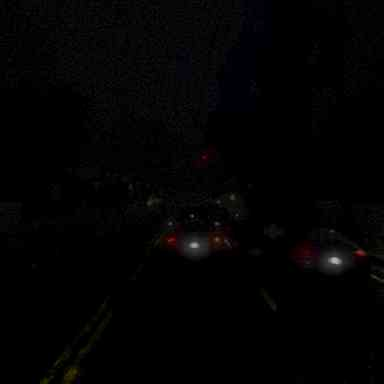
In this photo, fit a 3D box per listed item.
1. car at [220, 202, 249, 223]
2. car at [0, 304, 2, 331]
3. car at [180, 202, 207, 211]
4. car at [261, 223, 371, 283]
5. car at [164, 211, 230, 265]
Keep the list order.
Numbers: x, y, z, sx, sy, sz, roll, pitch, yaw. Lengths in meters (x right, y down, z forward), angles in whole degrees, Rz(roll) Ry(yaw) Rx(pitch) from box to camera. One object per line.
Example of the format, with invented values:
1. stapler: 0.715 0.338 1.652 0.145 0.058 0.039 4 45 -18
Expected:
1. car: 3.344 1.564 26.474 2.128 1.511 4.902 0 0 0
2. car: -3.351 1.533 2.503 1.812 1.442 4.674 0 0 0
3. car: 0.094 1.577 26.567 1.837 1.490 4.892 0 0 0
4. car: 3.345 1.592 9.763 1.994 1.385 4.181 0 0 0
5. car: 0.097 1.597 11.903 1.994 1.385 4.181 0 0 0
